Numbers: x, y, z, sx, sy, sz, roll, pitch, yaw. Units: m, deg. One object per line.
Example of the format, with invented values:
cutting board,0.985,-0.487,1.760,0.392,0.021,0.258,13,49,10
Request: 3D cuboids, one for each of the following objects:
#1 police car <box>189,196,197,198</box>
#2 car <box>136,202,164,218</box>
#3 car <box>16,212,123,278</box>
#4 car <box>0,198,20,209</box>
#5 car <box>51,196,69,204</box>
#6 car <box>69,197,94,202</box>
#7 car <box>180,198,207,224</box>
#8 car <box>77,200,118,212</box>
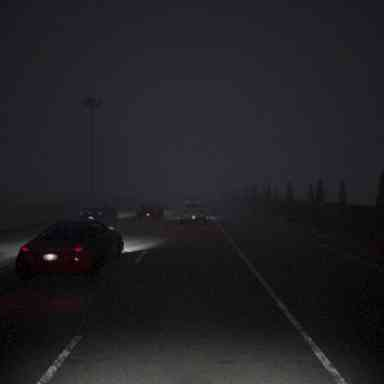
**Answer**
police car,0.105,1.326,41.122,2.038,1.542,4.974,0,0,0
car,-3.399,1.480,28.058,1.895,1.301,4.718,0,0,0
car,-3.398,1.520,9.975,1.994,1.385,4.181,0,0,0
car,-17.584,1.348,30.095,1.882,1.535,5.008,0,0,0
car,-20.995,1.314,54.075,2.033,1.411,5.357,0,0,0
car,-14.039,1.337,43.790,1.812,1.442,4.674,0,0,1
car,0.102,1.422,23.955,1.812,1.442,4.674,0,0,0
car,-6.897,1.493,24.862,1.895,1.301,4.718,0,0,0
